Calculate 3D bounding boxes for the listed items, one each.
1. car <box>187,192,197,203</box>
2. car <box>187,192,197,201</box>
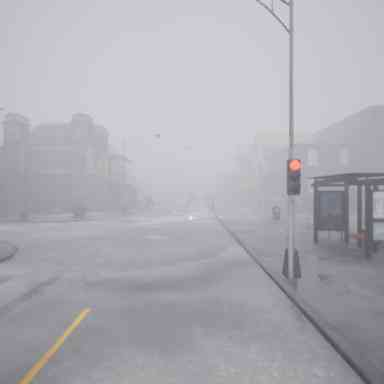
[{"bbox_3d":[-0.018,1.350,67.321,2.097,1.767,4.553,0,0,0],"label":"car"},{"bbox_3d":[-0.020,1.055,77.384,2.150,2.045,5.566,0,0,0],"label":"car"}]
